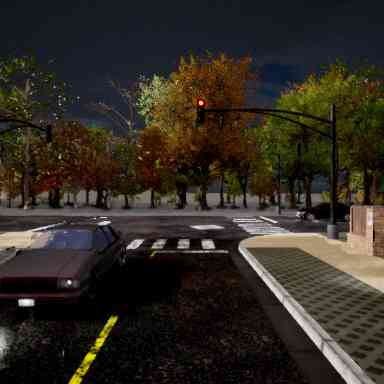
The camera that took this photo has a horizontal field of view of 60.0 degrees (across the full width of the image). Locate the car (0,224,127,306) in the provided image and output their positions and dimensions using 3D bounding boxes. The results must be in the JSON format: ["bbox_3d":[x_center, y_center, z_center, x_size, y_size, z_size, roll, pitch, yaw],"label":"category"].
[{"bbox_3d":[-2.927,1.547,8.473,2.033,1.411,5.357,0,0,-1],"label":"car"}]

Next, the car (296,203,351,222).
[{"bbox_3d":[10.649,1.572,26.327,4.674,1.442,1.812,0,0,0],"label":"car"}]
